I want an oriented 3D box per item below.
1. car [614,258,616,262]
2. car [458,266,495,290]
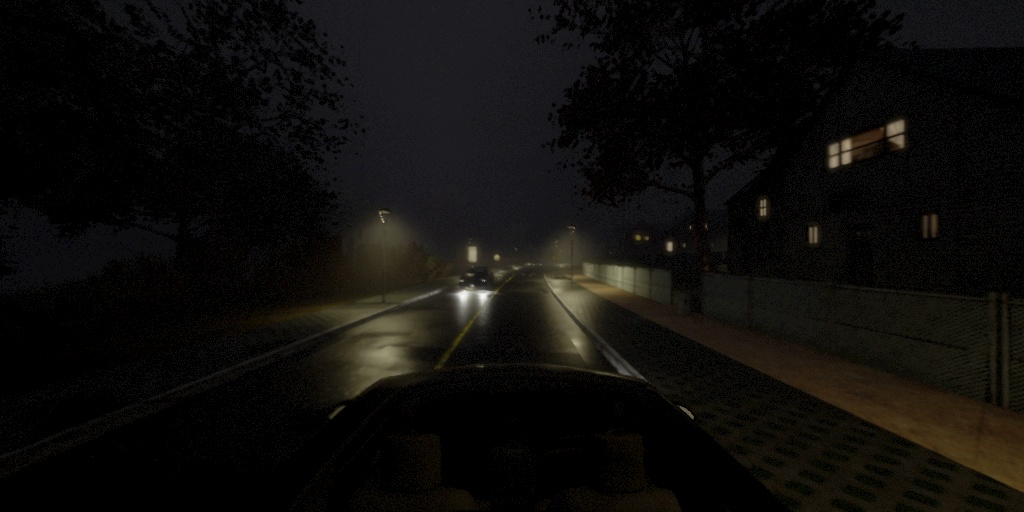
[{"bbox_3d":[14.084,0.798,45.839,4.181,1.385,1.994,-3,-1,10],"label":"car"},{"bbox_3d":[-2.230,1.414,24.133,2.033,1.411,5.357,0,0,3],"label":"car"}]
